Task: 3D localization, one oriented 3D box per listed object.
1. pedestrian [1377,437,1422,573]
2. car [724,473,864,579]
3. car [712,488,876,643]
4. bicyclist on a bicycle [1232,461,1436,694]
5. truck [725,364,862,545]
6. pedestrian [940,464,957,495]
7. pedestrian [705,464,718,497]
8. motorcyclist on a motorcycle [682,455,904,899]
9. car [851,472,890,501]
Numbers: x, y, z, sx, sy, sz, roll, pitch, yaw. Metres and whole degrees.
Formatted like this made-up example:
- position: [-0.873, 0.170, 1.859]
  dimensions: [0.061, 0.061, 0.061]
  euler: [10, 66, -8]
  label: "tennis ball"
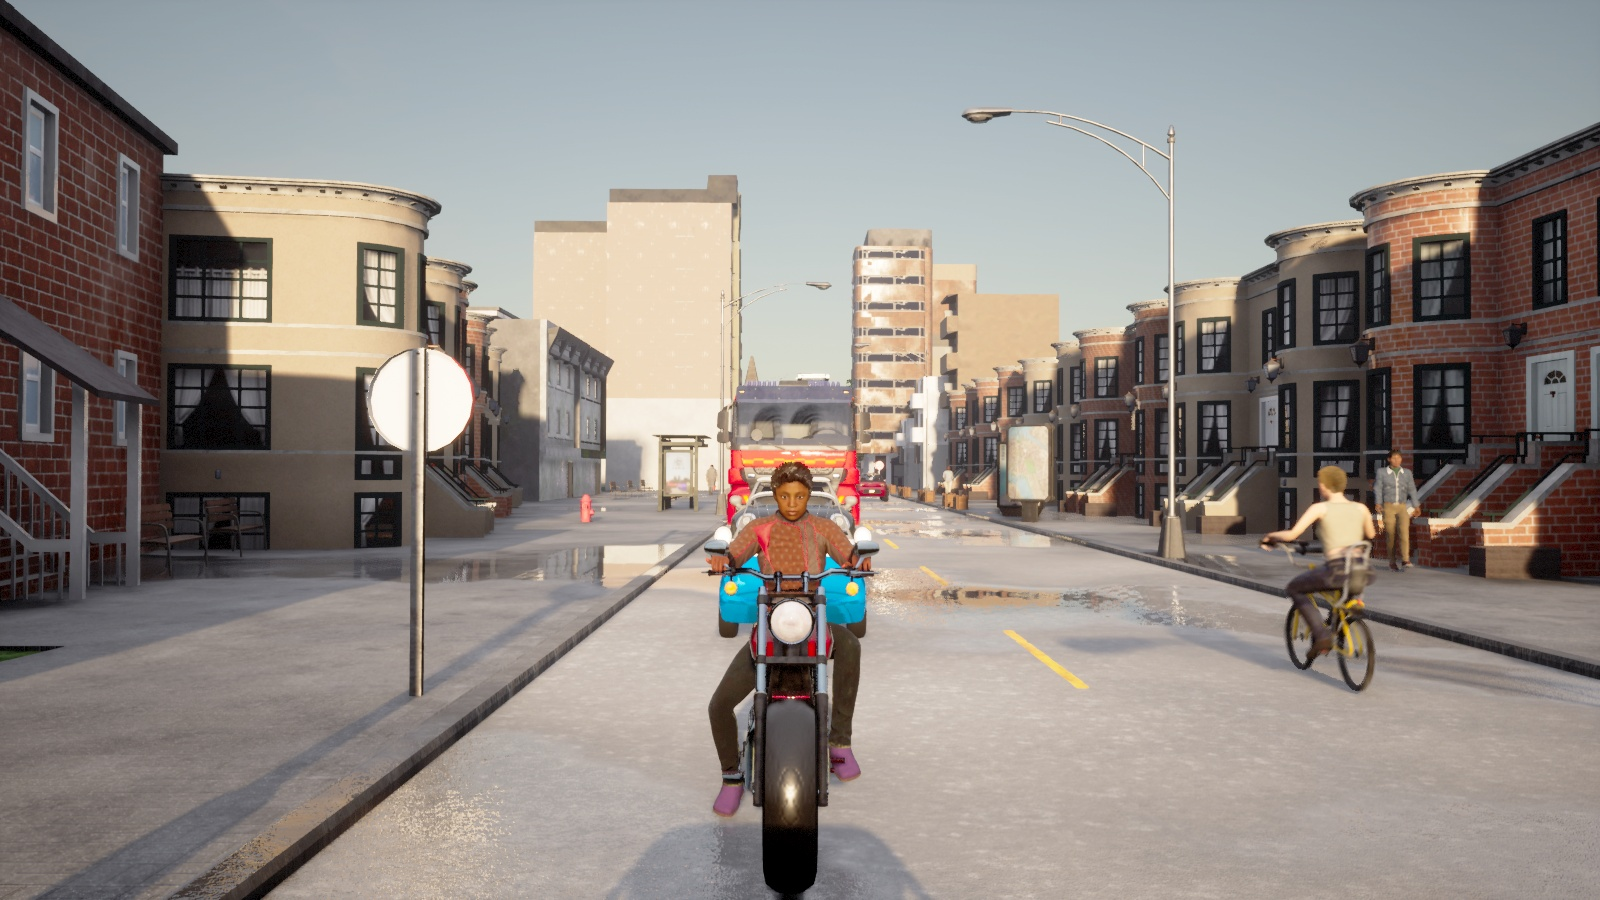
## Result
- position: [8.834, 0.799, 18.523]
  dimensions: [0.423, 1.949, 0.788]
  euler: [0, -1, 14]
  label: "pedestrian"
- position: [-0.096, 1.109, 19.632]
  dimensions: [1.970, 1.475, 3.806]
  euler: [0, -1, 0]
  label: "car"
- position: [-0.062, 1.078, 12.451]
  dimensions: [1.481, 1.376, 2.207]
  euler: [0, -1, 0]
  label: "car"
- position: [3.955, 0.894, 9.450]
  dimensions: [0.866, 1.612, 1.509]
  euler: [0, -1, -1]
  label: "bicyclist on a bicycle"
- position: [-0.150, 0.167, 30.826]
  dimensions: [2.891, 3.827, 8.468]
  euler: [0, -1, 0]
  label: "truck"
- position: [8.757, 1.727, 73.920]
  dimensions: [0.874, 1.855, 0.900]
  euler: [0, -1, -1]
  label: "pedestrian"
- position: [-5.208, 1.784, 73.977]
  dimensions: [0.659, 1.952, 0.873]
  euler: [0, -1, -1]
  label: "pedestrian"
- position: [-0.031, 0.858, 5.541]
  dimensions: [0.766, 1.649, 2.350]
  euler: [0, -1, 0]
  label: "motorcyclist on a motorcycle"
- position: [3.693, 1.927, 66.479]
  dimensions: [1.816, 1.474, 4.193]
  euler: [0, -1, 0]
  label: "car"
